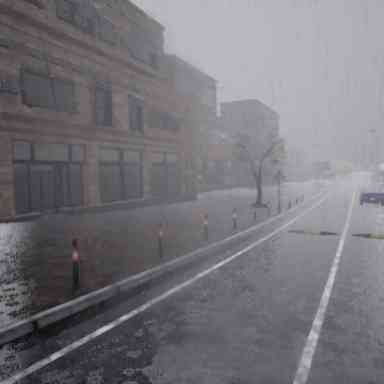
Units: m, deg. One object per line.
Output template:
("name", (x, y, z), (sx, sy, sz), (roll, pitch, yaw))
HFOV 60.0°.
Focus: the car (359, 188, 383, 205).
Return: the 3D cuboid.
("car", (16.939, 0.336, 31.384), (1.882, 1.535, 5.008), (1, 4, 27))
